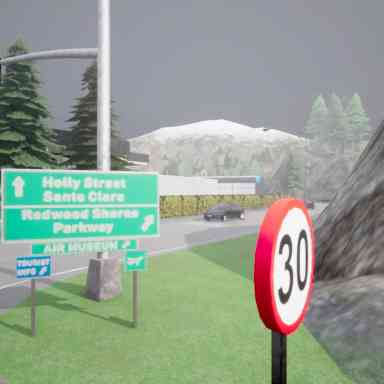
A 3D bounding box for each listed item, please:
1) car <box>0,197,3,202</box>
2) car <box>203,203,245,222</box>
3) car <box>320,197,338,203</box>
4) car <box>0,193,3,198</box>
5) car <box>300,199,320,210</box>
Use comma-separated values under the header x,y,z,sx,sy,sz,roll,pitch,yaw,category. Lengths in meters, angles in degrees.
x,y,z,sx,sy,sz,roll,pitch,yaw,category
-12.386,1.504,26.071,1.905,1.878,3.866,0,0,35,car
2.842,1.697,28.428,1.837,1.490,4.892,0,0,36,car
29.512,1.787,73.105,1.895,1.301,4.718,0,0,-32,car
-38.583,1.489,70.017,4.514,1.523,2.007,0,0,35,car
15.204,1.739,45.284,2.033,1.411,5.357,0,0,36,car
